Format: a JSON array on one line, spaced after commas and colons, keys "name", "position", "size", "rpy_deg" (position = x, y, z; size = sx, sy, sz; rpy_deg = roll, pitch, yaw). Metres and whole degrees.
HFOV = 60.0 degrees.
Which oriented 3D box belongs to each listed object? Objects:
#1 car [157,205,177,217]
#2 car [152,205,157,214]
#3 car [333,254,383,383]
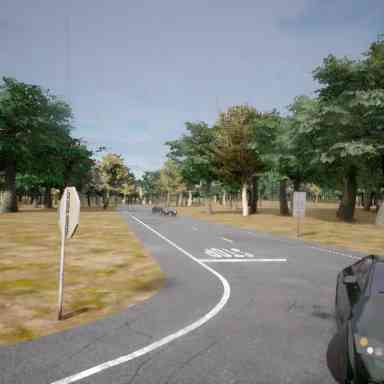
[{"name": "car", "position": [-3.470, 2.851, 48.049], "size": [1.895, 1.301, 4.718], "rpy_deg": [3, -2, -13]}, {"name": "car", "position": [-5.728, 2.962, 56.896], "size": [1.882, 1.535, 5.008], "rpy_deg": [3, -2, -14]}, {"name": "car", "position": [3.124, 1.643, 4.647], "size": [1.994, 1.385, 4.181], "rpy_deg": [1, -1, 22]}]
